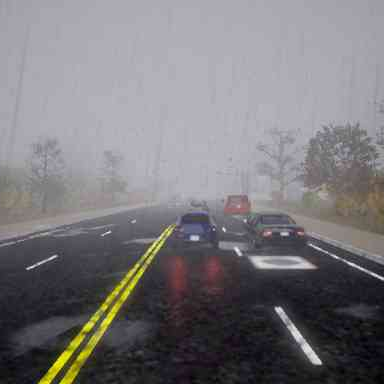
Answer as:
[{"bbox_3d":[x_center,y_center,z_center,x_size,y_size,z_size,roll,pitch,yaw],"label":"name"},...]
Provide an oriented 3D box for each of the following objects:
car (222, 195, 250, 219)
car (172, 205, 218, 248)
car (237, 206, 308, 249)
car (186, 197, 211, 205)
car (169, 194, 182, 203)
[{"bbox_3d":[3.879,1.251,29.460,2.150,2.045,5.566,0,0,2],"label":"car"},{"bbox_3d":[0.157,1.535,14.601,1.812,1.442,4.674,0,0,1],"label":"car"},{"bbox_3d":[3.406,1.563,14.533,2.033,1.411,5.357,0,0,1],"label":"car"},{"bbox_3d":[0.630,1.492,29.566,2.128,1.511,4.902,0,0,2],"label":"car"},{"bbox_3d":[-3.324,1.373,67.027,2.097,1.767,4.553,0,0,5],"label":"car"}]
